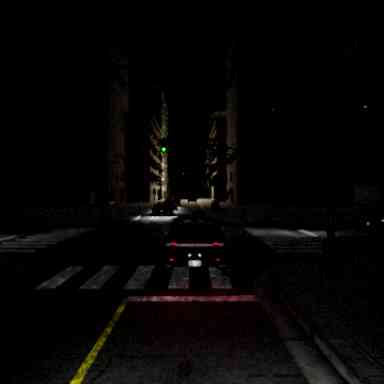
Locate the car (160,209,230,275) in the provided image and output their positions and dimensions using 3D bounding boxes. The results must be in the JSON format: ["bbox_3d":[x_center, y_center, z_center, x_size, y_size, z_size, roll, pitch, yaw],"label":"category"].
[{"bbox_3d":[0.078,1.512,10.477,2.128,1.511,4.902,0,0,0],"label":"car"}]

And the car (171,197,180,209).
[{"bbox_3d":[-2.844,1.585,43.317,1.812,1.442,4.674,0,0,0],"label":"car"}]

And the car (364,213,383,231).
[{"bbox_3d":[12.406,1.535,18.814,4.902,1.511,2.128,0,0,0],"label":"car"}]

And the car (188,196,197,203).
[{"bbox_3d":[-0.001,1.617,73.224,1.812,1.442,4.674,0,0,0],"label":"car"}]

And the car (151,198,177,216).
[{"bbox_3d":[-2.853,1.614,33.247,1.994,1.385,4.181,0,0,0],"label":"car"}]
